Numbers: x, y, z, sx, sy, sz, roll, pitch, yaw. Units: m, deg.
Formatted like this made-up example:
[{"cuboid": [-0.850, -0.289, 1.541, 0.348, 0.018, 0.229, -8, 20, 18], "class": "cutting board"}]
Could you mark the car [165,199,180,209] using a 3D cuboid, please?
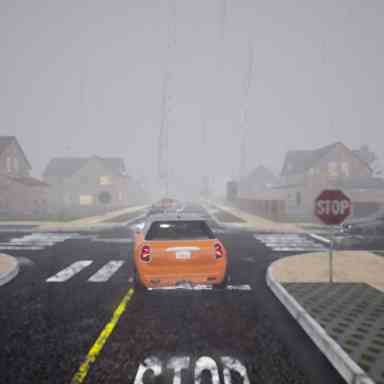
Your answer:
[{"cuboid": [-2.832, 1.713, 49.150, 1.812, 1.442, 4.674, 0, 0, 0], "class": "car"}]

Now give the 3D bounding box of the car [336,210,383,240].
[{"cuboid": [10.377, 1.637, 17.063, 5.357, 1.411, 2.033, 0, 0, 2], "class": "car"}]

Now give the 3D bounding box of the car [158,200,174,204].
[{"cuboid": [-2.846, 1.678, 29.007, 1.895, 1.301, 4.718, 0, 0, 0], "class": "car"}]

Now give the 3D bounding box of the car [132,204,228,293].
[{"cuboid": [-0.556, 1.366, 9.169, 2.097, 1.767, 4.553, 0, 0, -10], "class": "car"}]

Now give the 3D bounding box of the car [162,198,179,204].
[{"cuboid": [-2.838, 1.479, 38.921, 2.097, 1.767, 4.553, 0, 0, 0], "class": "car"}]
